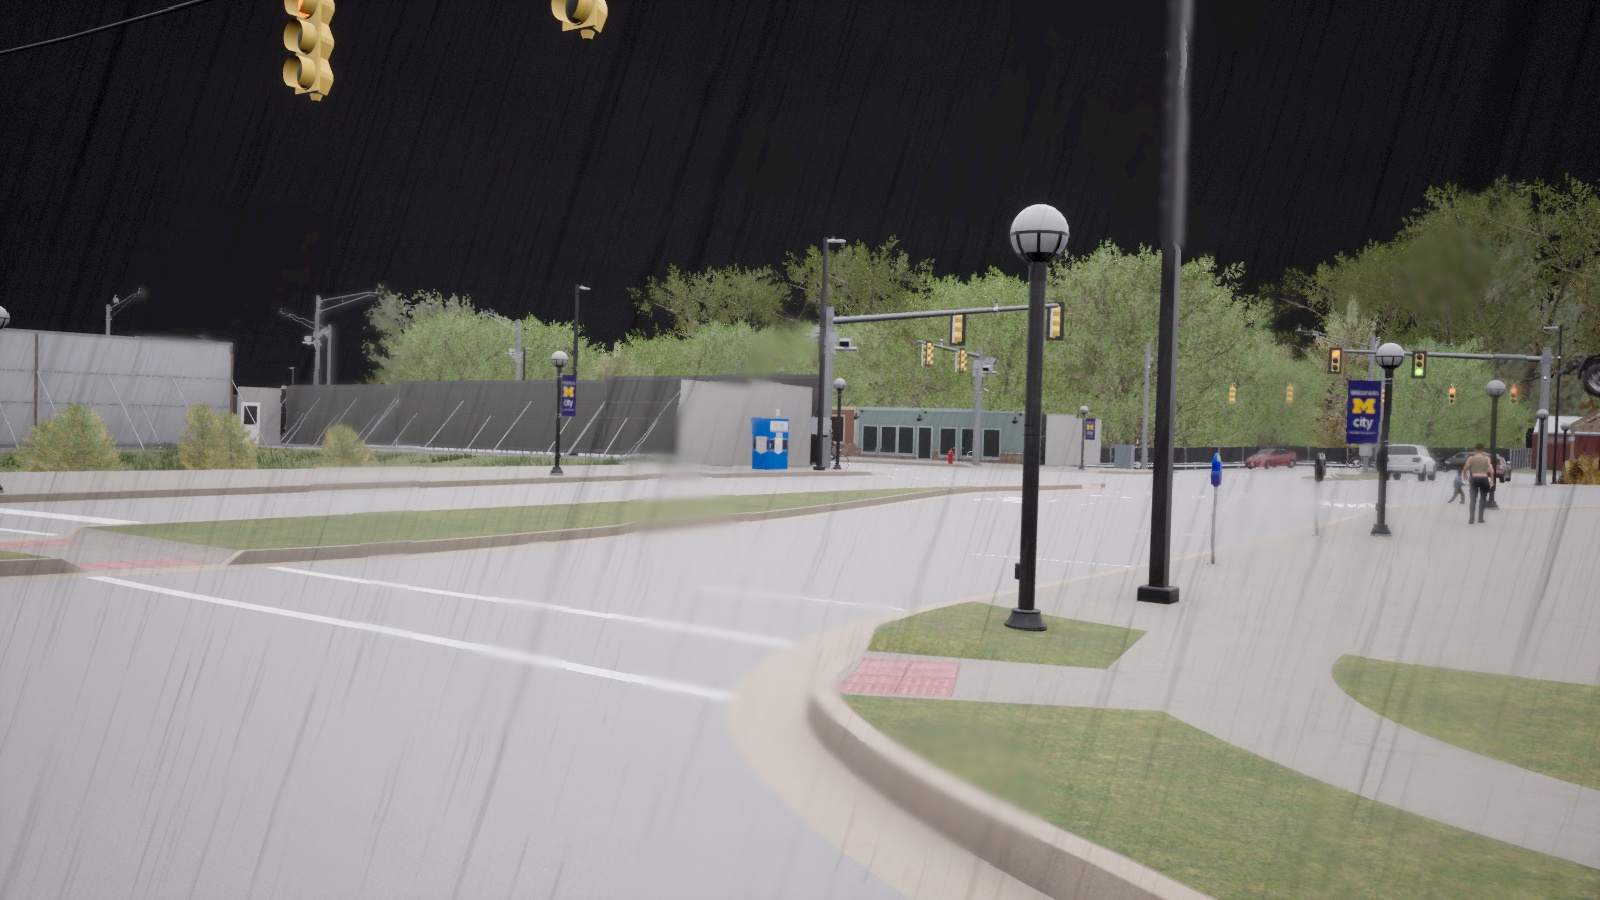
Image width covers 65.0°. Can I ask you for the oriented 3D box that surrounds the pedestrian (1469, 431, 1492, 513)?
[{"bbox_3d":[15.366,0.484,28.343,0.345,1.836,0.594,2,2,34],"label":"pedestrian"}]

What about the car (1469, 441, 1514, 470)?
[{"bbox_3d":[40.738,0.294,73.917,1.851,1.617,3.988,0,1,36],"label":"car"}]

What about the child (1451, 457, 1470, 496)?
[{"bbox_3d":[20.964,0.836,39.867,0.448,1.192,0.343,2,2,36],"label":"child"}]

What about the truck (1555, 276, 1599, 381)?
[{"bbox_3d":[30.151,-4.364,42.223,7.936,3.462,2.891,-3,2,32],"label":"truck"}]

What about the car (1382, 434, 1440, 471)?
[{"bbox_3d":[35.005,0.158,71.878,2.150,2.045,5.566,0,0,35],"label":"car"}]
